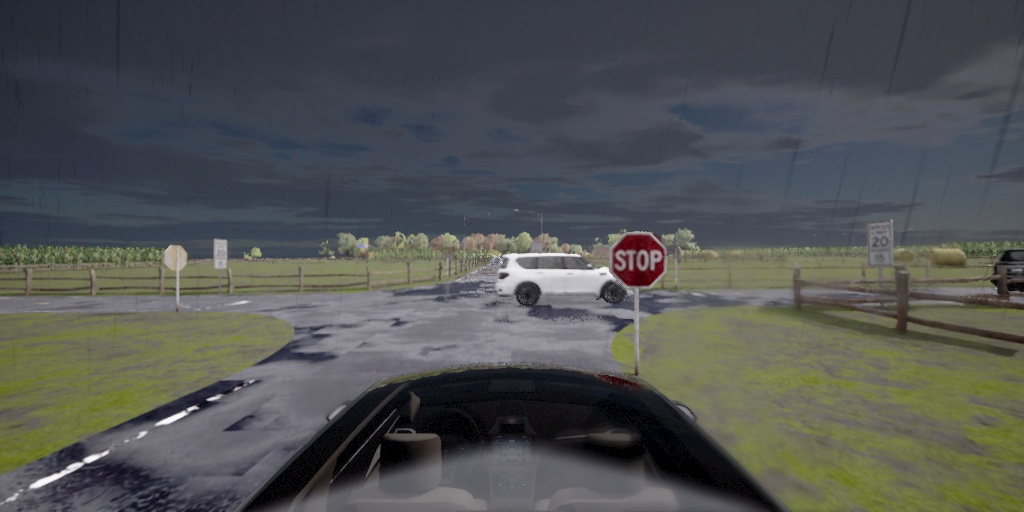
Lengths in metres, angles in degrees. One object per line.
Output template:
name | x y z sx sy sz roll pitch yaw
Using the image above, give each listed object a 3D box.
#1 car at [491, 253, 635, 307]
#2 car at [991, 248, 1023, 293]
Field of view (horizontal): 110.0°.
car | 2.086 0.887 14.650 5.566 2.045 2.150 -1 0 -2
car | 23.567 0.656 14.828 5.566 2.045 2.150 0 -1 0
